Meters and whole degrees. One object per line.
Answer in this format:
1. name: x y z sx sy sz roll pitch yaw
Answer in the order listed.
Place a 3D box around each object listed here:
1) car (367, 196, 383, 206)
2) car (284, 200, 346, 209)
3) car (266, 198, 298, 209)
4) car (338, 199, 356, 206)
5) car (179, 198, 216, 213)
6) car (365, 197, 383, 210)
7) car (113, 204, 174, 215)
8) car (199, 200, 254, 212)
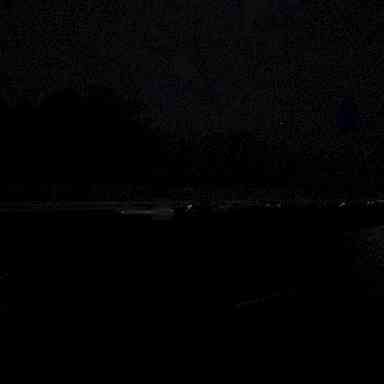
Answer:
1. car: 25.933 1.483 43.920 5.566 2.045 2.150 1 0 -35
2. car: 10.742 1.684 28.853 5.357 1.411 2.033 0 0 -35
3. car: 10.326 1.512 37.149 4.553 1.767 2.097 0 0 -35
4. car: 22.458 1.811 50.006 5.357 1.411 2.033 1 0 -35
5. car: 0.852 1.463 34.689 4.553 1.767 2.097 0 0 -35
6. car: 28.157 1.649 49.752 4.553 1.767 2.097 1 0 -36
7. car: -3.931 1.667 26.983 4.718 1.301 1.895 0 0 -35
8. car: 3.244 1.626 27.800 4.674 1.442 1.812 0 0 -35
